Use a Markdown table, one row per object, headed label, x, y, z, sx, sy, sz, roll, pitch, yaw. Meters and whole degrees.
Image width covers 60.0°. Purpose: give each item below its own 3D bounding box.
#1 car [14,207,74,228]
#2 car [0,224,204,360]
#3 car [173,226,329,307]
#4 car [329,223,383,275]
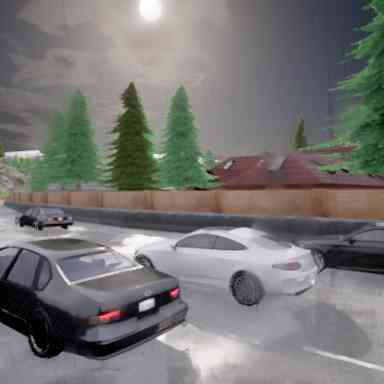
| label | x | y | z | sx | sy | sz | roll | pitch | yaw |
| --- | --- | --- | --- | --- | --- | --- | --- | --- | --- |
| car | -9.548 | 1.648 | 21.300 | 5.357 | 1.411 | 2.033 | 0 | 0 | 44 |
| car | -2.586 | 1.577 | 6.040 | 5.357 | 1.411 | 2.033 | 0 | 0 | 38 |
| car | 0.571 | 1.562 | 8.053 | 4.674 | 1.442 | 1.812 | 0 | 0 | 37 |
| car | 5.132 | 1.563 | 9.011 | 4.674 | 1.442 | 1.812 | 0 | 0 | 36 |
